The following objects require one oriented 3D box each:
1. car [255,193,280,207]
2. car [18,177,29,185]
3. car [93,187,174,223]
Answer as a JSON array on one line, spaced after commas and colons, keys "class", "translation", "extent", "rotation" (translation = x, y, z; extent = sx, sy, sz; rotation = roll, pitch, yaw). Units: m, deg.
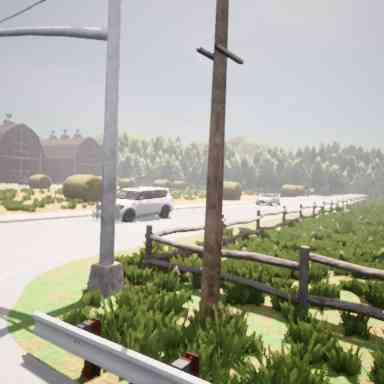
[{"class": "car", "translation": [9.139, 0.900, 39.668], "extent": [1.812, 1.442, 4.674], "rotation": [3, 2, 33]}, {"class": "car", "translation": [-39.835, -2.565, 79.214], "extent": [1.905, 1.878, 3.866], "rotation": [8, 2, -14]}, {"class": "car", "translation": [-3.355, 0.747, 20.327], "extent": [2.150, 2.045, 5.566], "rotation": [3, 4, 33]}]
